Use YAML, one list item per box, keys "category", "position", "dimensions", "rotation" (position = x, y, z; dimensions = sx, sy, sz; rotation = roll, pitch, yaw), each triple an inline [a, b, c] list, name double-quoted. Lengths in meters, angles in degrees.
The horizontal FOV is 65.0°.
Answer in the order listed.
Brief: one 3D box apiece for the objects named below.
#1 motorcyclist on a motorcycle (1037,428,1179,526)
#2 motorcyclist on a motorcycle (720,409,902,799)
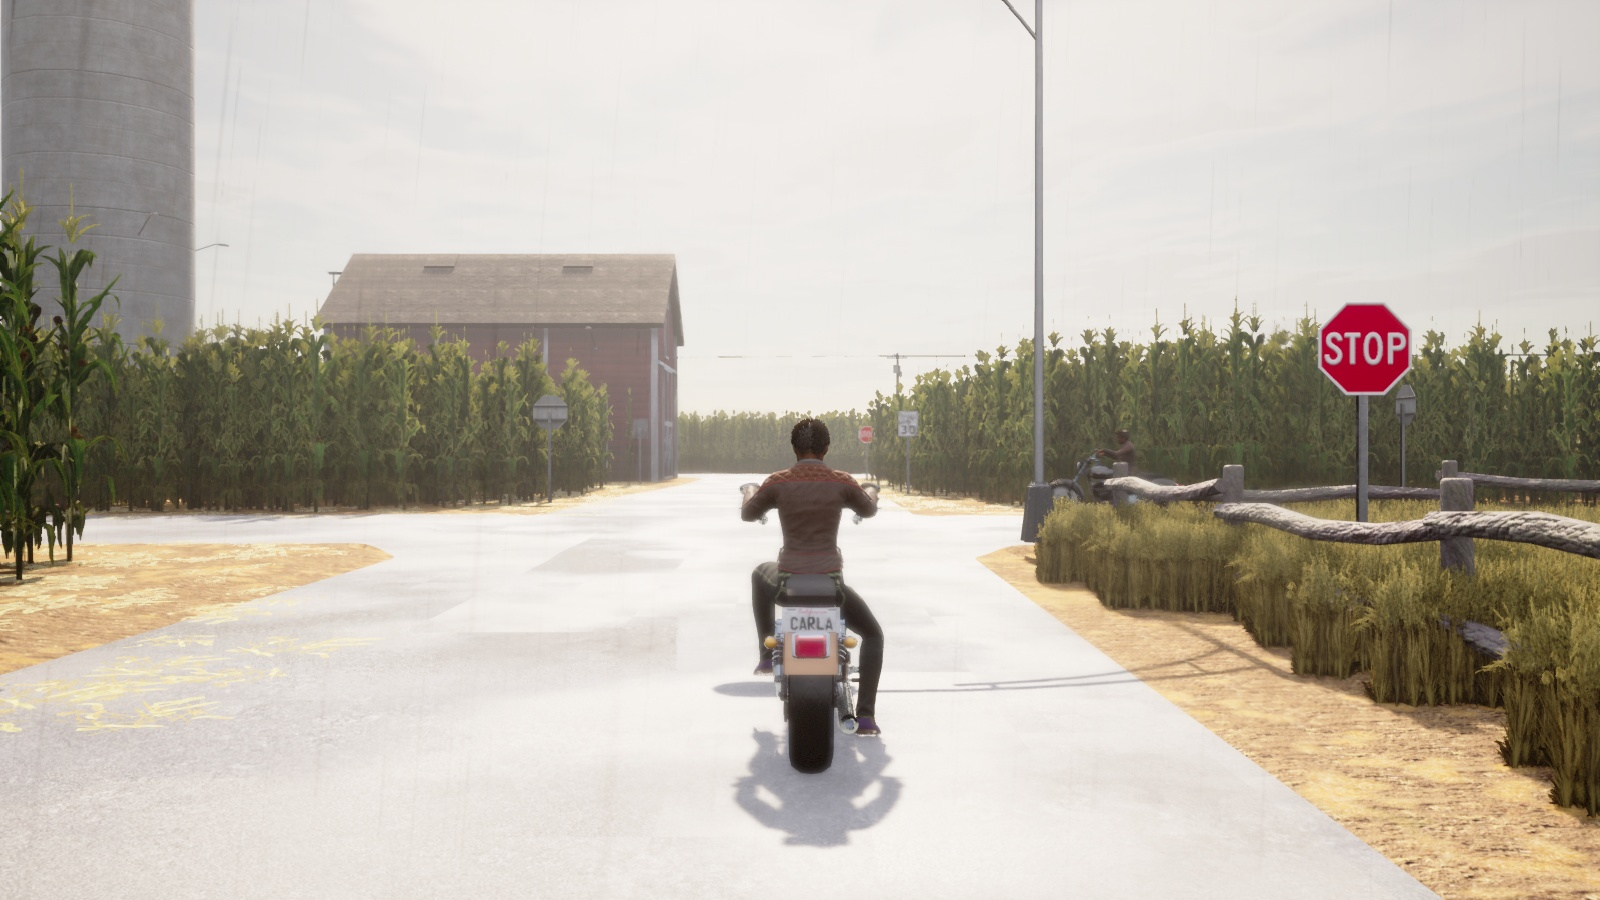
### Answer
- category: "motorcyclist on a motorcycle"
  position: [5.358, 0.456, 21.941]
  dimensions: [2.350, 1.649, 0.766]
  rotation: [0, -1, 13]
- category: "motorcyclist on a motorcycle"
  position: [0.053, 0.647, 6.489]
  dimensions: [0.766, 1.649, 2.350]
  rotation: [0, 0, 0]
